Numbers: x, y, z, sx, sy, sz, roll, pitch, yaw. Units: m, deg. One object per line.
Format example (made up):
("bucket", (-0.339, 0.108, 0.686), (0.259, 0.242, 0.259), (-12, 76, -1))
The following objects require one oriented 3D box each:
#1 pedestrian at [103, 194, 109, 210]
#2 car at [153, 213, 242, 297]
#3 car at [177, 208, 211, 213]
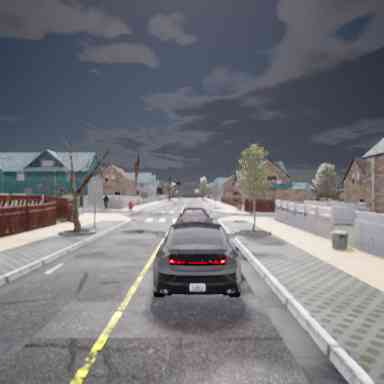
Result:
("pedestrian", (-9.554, 1.063, 36.955), (0.375, 1.860, 0.375), (0, -2, 0))
("car", (0.109, 1.508, 8.543), (1.837, 1.490, 4.892), (0, 0, 0))
("car", (0.120, 1.577, 18.939), (1.994, 1.385, 4.181), (0, 0, 0))
